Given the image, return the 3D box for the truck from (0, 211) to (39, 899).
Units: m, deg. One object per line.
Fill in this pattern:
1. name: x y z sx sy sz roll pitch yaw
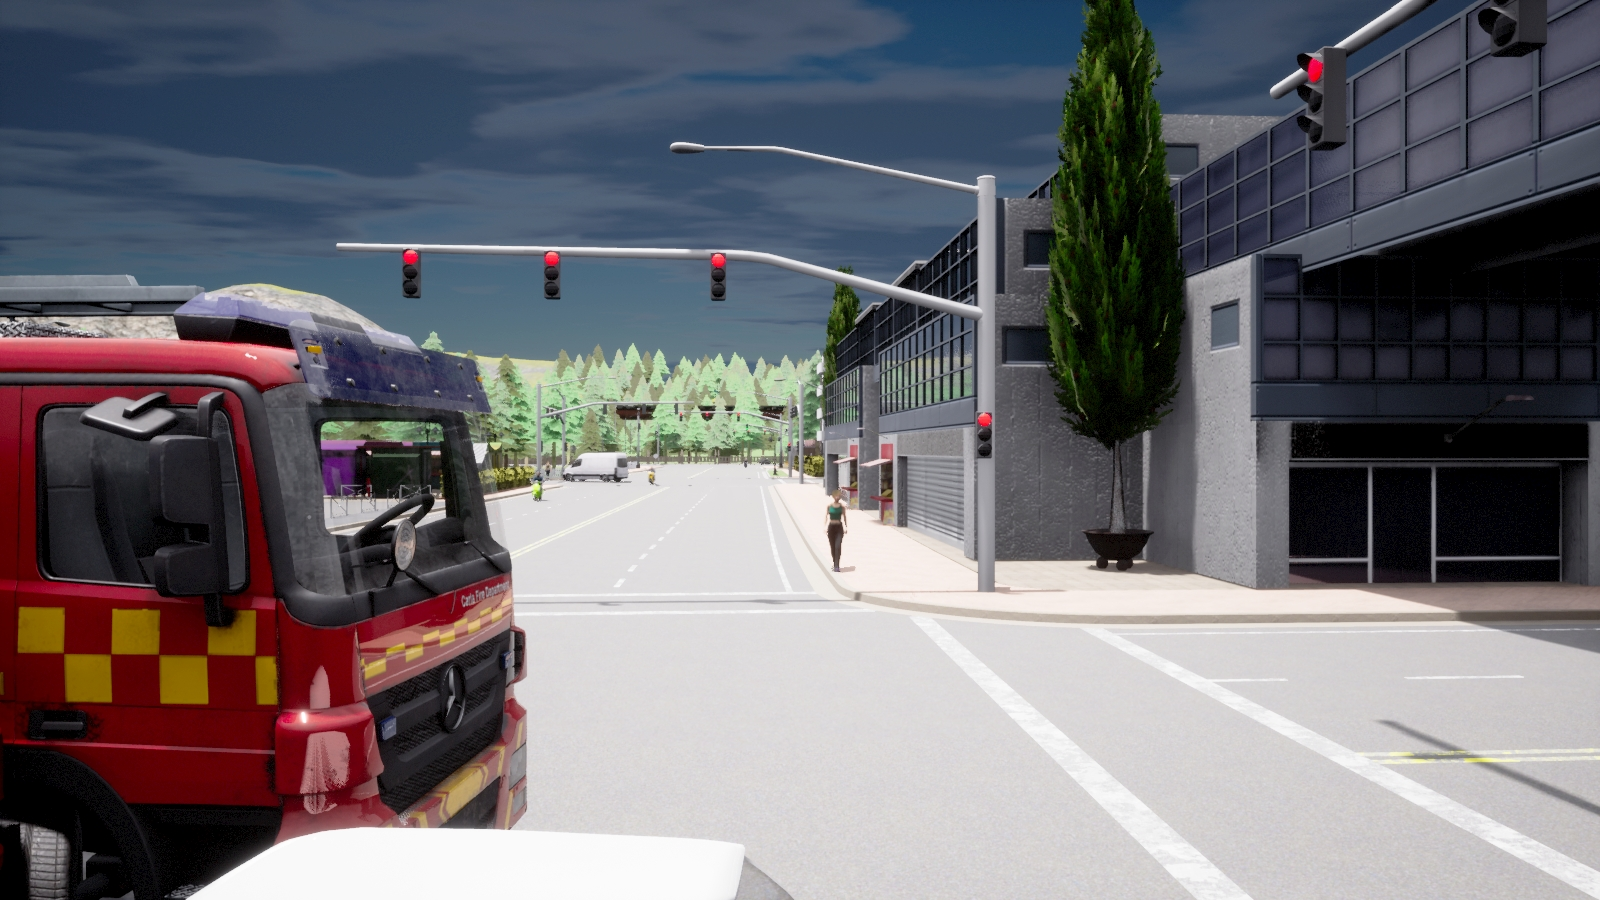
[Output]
1. truck: -7.587 0.890 3.490 8.468 3.827 2.891 0 0 -3

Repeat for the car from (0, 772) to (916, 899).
1. car: -1.549 2.065 3.579 3.806 1.475 1.970 0 0 5

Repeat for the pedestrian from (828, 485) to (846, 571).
1. pedestrian: 0.810 1.696 24.899 0.375 1.860 0.375 0 0 0

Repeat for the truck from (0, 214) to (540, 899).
1. truck: -6.102 0.890 6.659 8.468 3.827 2.891 0 0 4
